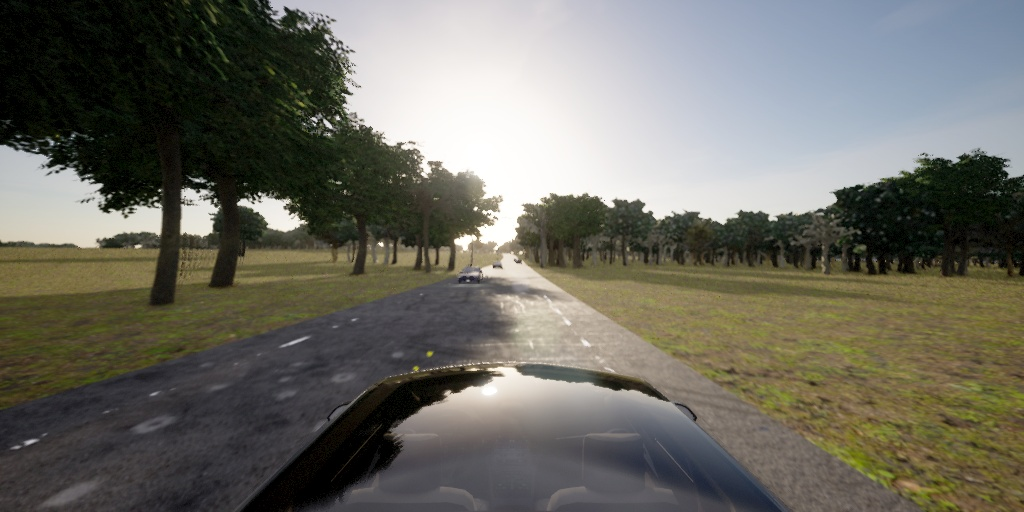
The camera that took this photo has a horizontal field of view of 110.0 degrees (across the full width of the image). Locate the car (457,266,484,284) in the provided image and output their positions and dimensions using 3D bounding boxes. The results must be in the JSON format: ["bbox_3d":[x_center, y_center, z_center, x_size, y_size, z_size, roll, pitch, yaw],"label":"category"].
[{"bbox_3d":[-3.469,1.605,31.108,2.033,1.411,5.357,0,0,0],"label":"car"}]
